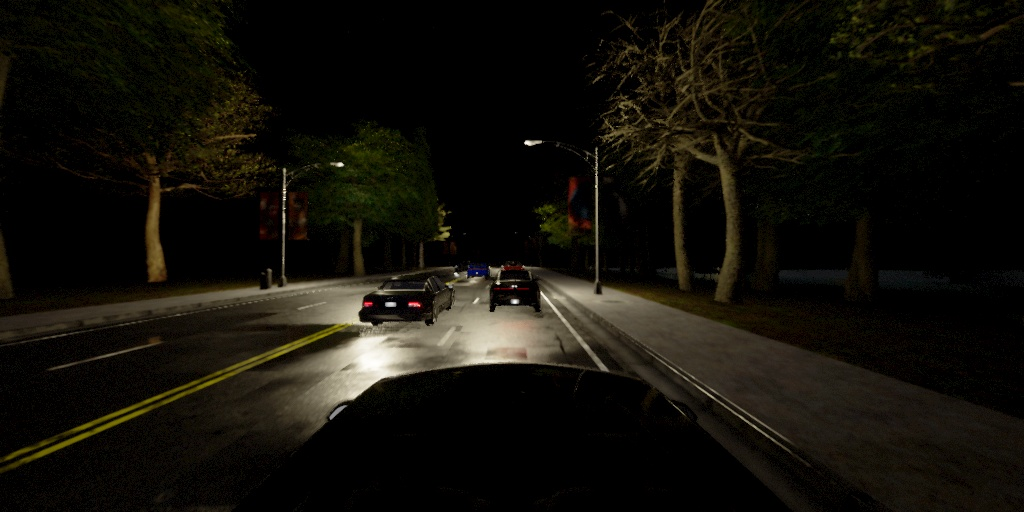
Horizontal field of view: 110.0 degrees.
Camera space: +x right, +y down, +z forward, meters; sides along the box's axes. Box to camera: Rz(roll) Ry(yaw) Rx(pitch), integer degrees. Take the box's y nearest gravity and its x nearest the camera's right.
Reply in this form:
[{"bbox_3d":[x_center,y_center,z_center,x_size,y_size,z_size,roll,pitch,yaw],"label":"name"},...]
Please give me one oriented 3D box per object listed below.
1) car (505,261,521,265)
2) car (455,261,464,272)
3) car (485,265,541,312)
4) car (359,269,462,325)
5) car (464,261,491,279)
[{"bbox_3d":[0.107,1.253,32.479,2.097,1.767,4.553,0,-1,0],"label":"car"},{"bbox_3d":[-6.530,1.413,49.084,2.097,1.767,4.553,0,-1,1],"label":"car"},{"bbox_3d":[0.096,1.280,14.423,1.837,1.490,4.892,0,0,0],"label":"car"},{"bbox_3d":[-3.148,1.314,11.804,2.033,1.411,5.357,0,0,0],"label":"car"},{"bbox_3d":[-3.143,1.399,34.597,1.882,1.535,5.008,0,-1,0],"label":"car"}]
